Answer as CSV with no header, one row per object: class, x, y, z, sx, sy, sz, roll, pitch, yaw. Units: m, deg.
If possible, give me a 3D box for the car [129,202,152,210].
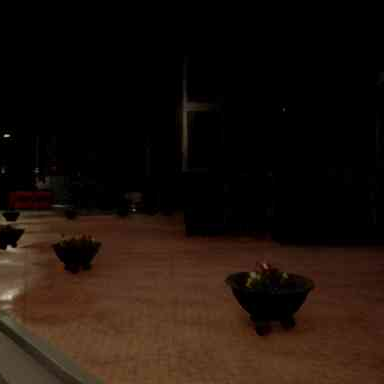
car,-10.134,2.627,65.366,1.882,1.535,5.008,-1,-2,44
